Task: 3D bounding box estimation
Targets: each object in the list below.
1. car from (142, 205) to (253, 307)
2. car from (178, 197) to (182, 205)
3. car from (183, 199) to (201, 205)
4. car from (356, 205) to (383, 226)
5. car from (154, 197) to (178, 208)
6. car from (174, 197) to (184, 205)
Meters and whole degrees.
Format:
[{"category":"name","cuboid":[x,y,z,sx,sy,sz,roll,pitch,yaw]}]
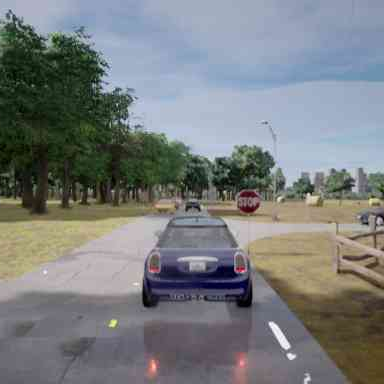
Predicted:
[{"category":"car","cuboid":[0.104,1.365,8.137,2.097,1.767,4.553,0,0,0]},{"category":"car","cuboid":[-2.816,1.737,46.447,1.994,1.385,4.181,0,0,0]},{"category":"car","cuboid":[0.123,1.653,43.147,1.837,1.490,4.892,0,0,0]},{"category":"car","cuboid":[14.199,1.612,23.560,4.892,1.490,1.837,0,-2,0]},{"category":"car","cuboid":[-2.827,1.573,34.759,1.882,1.535,5.008,0,0,0]},{"category":"car","cuboid":[-2.715,1.872,69.357,1.837,1.490,4.892,0,-1,0]}]
